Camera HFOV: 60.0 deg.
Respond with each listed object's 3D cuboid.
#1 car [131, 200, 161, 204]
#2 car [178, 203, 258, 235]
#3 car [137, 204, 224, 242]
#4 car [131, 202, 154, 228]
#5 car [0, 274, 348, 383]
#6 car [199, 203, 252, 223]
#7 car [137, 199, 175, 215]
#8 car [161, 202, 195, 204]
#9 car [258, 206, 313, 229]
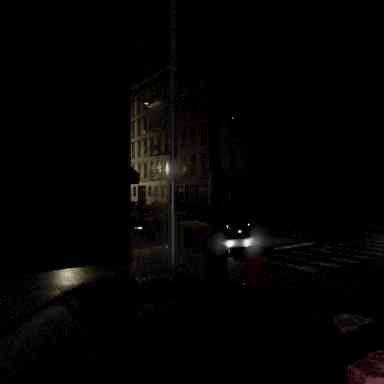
[{"bbox_3d":[-4.805,1.516,26.733,2.128,1.511,4.902,0,0,-35],"label":"car"},{"bbox_3d":[0.951,1.565,18.691,2.033,1.411,5.357,0,0,-32],"label":"car"},{"bbox_3d":[-0.774,1.554,16.693,1.752,1.417,4.829,0,0,-35],"label":"car"},{"bbox_3d":[-4.012,1.584,21.241,2.008,1.369,4.403,0,0,-35],"label":"car"},{"bbox_3d":[-0.588,1.525,2.653,4.674,1.442,1.812,0,0,-36],"label":"car"},{"bbox_3d":[2.531,1.577,25.888,1.802,1.307,4.206,0,0,-35],"label":"car"},{"bbox_3d":[-3.846,1.528,34.845,1.752,1.417,4.829,0,0,-35],"label":"car"},{"bbox_3d":[-0.608,1.565,30.297,1.947,1.339,4.313,0,0,-35],"label":"car"},{"bbox_3d":[5.671,1.557,21.479,1.947,1.339,4.313,0,0,-35],"label":"car"}]
